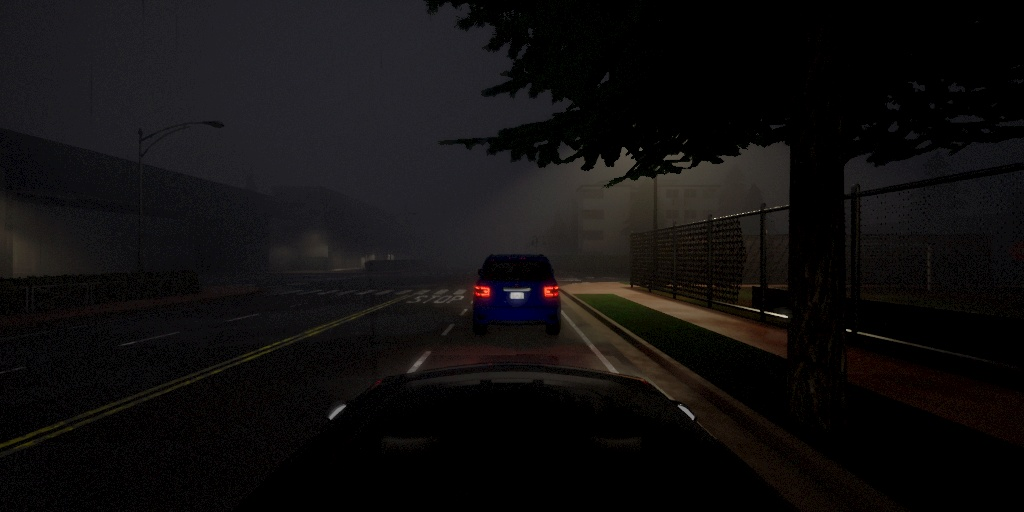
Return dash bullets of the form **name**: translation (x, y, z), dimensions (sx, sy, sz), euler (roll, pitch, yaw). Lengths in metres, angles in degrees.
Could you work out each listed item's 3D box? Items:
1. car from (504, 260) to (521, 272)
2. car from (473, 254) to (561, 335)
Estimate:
- **car**: translation (0.064, 1.241, 46.143), dimensions (2.128, 1.511, 4.902), euler (0, 0, -1)
- **car**: translation (0.124, 0.972, 10.642), dimensions (2.150, 2.045, 5.566), euler (0, 0, 0)
